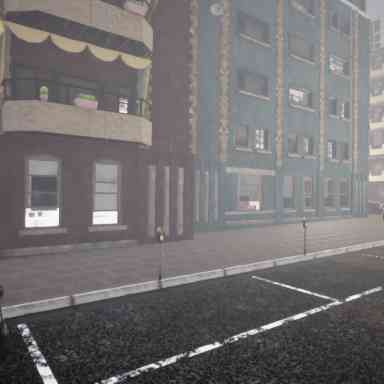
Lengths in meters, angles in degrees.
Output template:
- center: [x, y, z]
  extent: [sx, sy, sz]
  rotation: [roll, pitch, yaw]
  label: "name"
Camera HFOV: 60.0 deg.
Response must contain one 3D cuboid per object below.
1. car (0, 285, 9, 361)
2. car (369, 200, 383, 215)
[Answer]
- center: [-4.161, 1.566, 3.120]
  extent: [4.313, 1.339, 1.947]
  rotation: [0, 1, -35]
  label: "car"
- center: [16.168, 1.241, 32.669]
  extent: [2.192, 1.841, 5.009]
  rotation: [1, 0, -36]
  label: "car"
